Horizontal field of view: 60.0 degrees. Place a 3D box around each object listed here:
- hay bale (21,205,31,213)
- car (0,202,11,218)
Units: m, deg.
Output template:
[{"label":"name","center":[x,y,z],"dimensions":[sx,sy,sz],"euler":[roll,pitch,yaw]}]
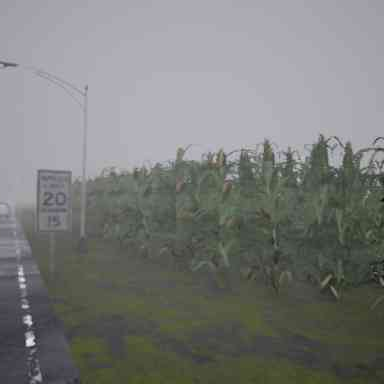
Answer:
[{"label":"hay bale","center":[-24.287,2.480,48.618],"dimensions":[1.220,1.180,1.240],"euler":[1,-2,-29]},{"label":"car","center":[-21.206,2.103,36.718],"dimensions":[1.812,1.442,4.674],"euler":[2,-2,-28]}]
